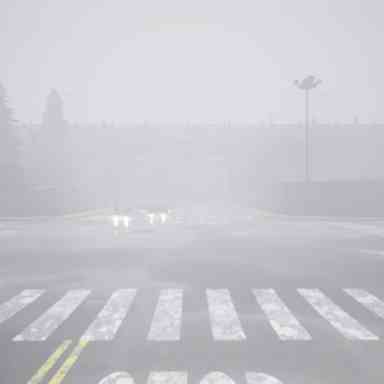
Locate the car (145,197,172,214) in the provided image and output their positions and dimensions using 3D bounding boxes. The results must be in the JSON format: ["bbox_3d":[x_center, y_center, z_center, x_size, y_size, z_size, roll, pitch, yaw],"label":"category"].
[{"bbox_3d":[-3.563,1.599,36.318,1.994,1.385,4.181,0,0,0],"label":"car"}]

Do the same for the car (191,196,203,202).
[{"bbox_3d":[1.206,1.628,77.852,1.994,1.385,4.181,0,0,14],"label":"car"}]

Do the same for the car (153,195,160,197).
[{"bbox_3d":[-7.005,1.601,55.274,2.033,1.411,5.357,0,0,1],"label":"car"}]

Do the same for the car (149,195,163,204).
[{"bbox_3d":[-6.978,1.416,65.131,2.097,1.767,4.553,0,0,1],"label":"car"}]

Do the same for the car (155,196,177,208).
[{"bbox_3d":[-3.563,1.591,45.553,2.033,1.411,5.357,0,0,0],"label":"car"}]

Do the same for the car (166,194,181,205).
[{"bbox_3d":[-3.518,1.278,56.907,2.150,2.045,5.566,0,0,1],"label":"car"}]

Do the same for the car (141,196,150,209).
[{"bbox_3d":[-7.058,1.395,44.760,2.097,1.767,4.553,0,0,0],"label":"car"}]

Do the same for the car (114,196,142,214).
[{"bbox_3d":[-7.067,1.526,35.796,2.128,1.511,4.902,0,0,0],"label":"car"}]
